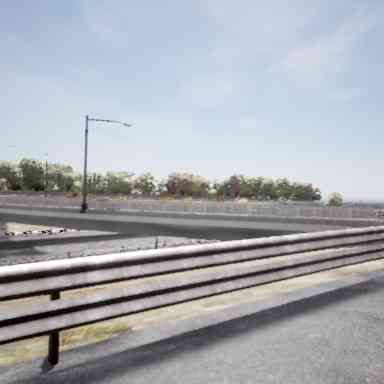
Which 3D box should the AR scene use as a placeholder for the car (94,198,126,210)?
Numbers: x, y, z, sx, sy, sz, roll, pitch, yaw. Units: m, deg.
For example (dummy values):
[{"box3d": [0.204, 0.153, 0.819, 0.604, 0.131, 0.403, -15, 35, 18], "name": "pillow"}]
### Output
[{"box3d": [-11.913, 1.705, 48.273, 5.008, 1.535, 1.882, 1, -1, 30], "name": "car"}]
